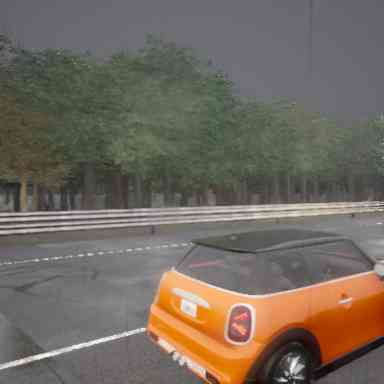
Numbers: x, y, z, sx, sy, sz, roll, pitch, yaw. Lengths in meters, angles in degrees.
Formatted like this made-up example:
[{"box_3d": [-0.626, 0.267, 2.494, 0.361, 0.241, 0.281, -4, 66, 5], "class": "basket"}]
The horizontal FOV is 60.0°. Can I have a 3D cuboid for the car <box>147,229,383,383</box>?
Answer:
[{"box_3d": [1.690, 1.361, 5.077, 4.553, 1.767, 2.097, 0, 0, -35], "class": "car"}]
